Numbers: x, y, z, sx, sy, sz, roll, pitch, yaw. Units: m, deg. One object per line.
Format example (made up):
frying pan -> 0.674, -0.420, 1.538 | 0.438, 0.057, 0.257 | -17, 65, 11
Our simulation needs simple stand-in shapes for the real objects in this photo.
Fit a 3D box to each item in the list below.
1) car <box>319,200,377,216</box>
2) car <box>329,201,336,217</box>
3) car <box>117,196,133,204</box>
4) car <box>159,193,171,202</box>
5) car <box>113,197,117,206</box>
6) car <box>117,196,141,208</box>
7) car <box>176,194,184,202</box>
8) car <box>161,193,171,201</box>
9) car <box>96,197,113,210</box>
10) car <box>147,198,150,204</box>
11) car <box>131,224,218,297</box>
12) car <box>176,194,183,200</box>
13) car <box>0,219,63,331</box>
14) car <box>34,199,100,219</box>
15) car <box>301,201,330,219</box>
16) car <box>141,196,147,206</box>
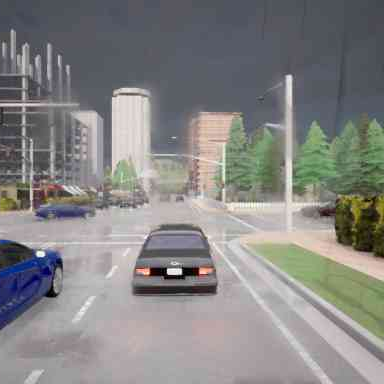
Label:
car -> 14.733, 1.526, 31.643 | 4.674, 1.442, 1.812 | 0, 0, -1
car -> 12.777, 1.564, 24.442 | 4.181, 1.385, 1.994 | 0, 0, -1
car -> -12.926, 1.547, 64.373 | 2.033, 1.411, 5.357 | 0, 0, -1
car -> -6.283, 1.355, 75.505 | 2.097, 1.767, 4.553 | 0, 0, -2
car -> -12.604, 1.547, 53.825 | 2.033, 1.411, 5.357 | 0, 0, -2
car -> -8.854, 1.564, 46.794 | 1.994, 1.385, 4.181 | 0, 0, -2
car -> -2.788, 1.493, 75.621 | 1.837, 1.490, 4.892 | 0, 0, -2
car -> -6.628, 1.225, 85.020 | 2.150, 2.045, 5.566 | 0, 0, -2
car -> -12.252, 1.547, 43.787 | 2.033, 1.411, 5.357 | 0, 0, -2
car -> -9.449, 1.564, 65.109 | 1.994, 1.385, 4.181 | 0, 0, -1
car -> -0.403, 1.547, 8.780 | 2.033, 1.411, 5.357 | 0, 0, -2
car -> -3.119, 1.327, 84.834 | 1.837, 1.490, 4.892 | 0, 0, -2
car -> -3.719, 1.478, 5.488 | 1.882, 1.535, 5.008 | 0, 0, -3
car -> -10.318, 1.526, 27.120 | 4.674, 1.442, 1.812 | 0, 1, -33
car -> 11.796, 1.478, 28.131 | 5.008, 1.535, 1.882 | 0, 0, -1
car -> -9.143, 1.564, 55.157 | 1.994, 1.385, 4.181 | 0, 0, -2
